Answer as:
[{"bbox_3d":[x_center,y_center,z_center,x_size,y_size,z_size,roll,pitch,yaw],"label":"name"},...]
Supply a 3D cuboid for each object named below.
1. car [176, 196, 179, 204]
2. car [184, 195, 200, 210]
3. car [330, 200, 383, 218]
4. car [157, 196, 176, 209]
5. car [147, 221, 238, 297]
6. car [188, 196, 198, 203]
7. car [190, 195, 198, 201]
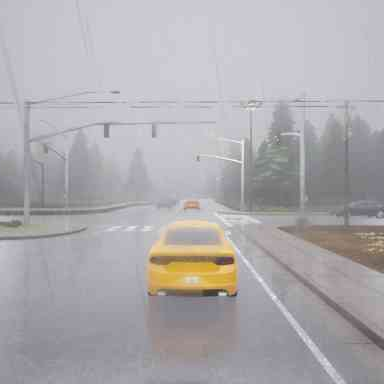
[{"bbox_3d":[-3.589,1.601,55.242,1.895,1.301,4.718,0,0,1],"label":"car"},{"bbox_3d":[-0.012,1.478,42.304,1.882,1.535,5.008,0,0,0],"label":"car"},{"bbox_3d":[14.889,1.531,29.630,4.892,1.490,1.837,0,0,1],"label":"car"},{"bbox_3d":[-3.612,1.547,45.064,2.033,1.411,5.357,0,0,0],"label":"car"},{"bbox_3d":[0.043,1.474,8.642,1.882,1.535,5.008,0,0,1],"label":"car"},{"bbox_3d":[0.246,1.537,72.865,2.033,1.411,5.357,0,0,2],"label":"car"},{"bbox_3d":[0.637,1.442,83.258,1.837,1.490,4.892,0,0,2],"label":"car"}]
